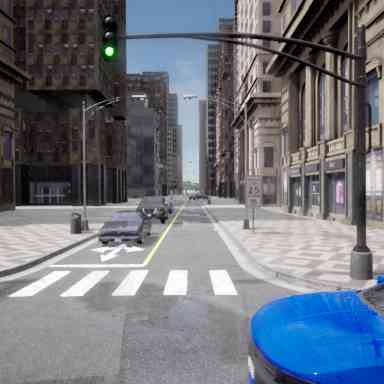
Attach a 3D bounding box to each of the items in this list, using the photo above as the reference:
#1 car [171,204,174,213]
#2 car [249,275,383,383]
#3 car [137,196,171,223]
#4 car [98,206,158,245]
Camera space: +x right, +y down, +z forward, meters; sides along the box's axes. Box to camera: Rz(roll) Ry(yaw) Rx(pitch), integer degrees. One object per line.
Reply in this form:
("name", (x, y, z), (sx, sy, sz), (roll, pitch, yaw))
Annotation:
("car", (-3.104, 1.682, 37.106), (1.812, 1.442, 4.674), (0, 0, 0))
("car", (3.094, 1.473, 3.318), (5.008, 1.535, 1.882), (0, 1, 0))
("car", (-3.117, 1.346, 26.775), (2.150, 2.045, 5.566), (0, 0, -1))
("car", (-3.114, 1.641, 16.556), (2.033, 1.411, 5.357), (0, 0, 0))
